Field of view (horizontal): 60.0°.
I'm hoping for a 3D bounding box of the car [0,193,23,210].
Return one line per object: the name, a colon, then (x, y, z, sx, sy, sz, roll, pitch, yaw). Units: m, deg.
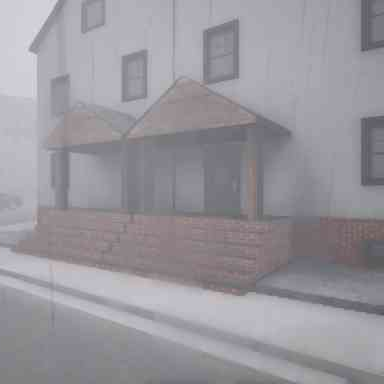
car: (-16.156, 0.894, 26.522, 1.837, 1.490, 4.892, 0, 7, 35)
